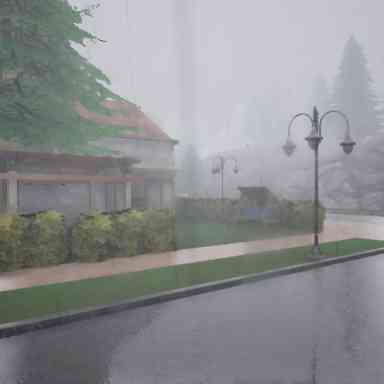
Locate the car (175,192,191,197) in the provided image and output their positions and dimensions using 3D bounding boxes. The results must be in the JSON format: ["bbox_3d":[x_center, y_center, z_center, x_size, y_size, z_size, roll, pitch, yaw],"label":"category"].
[{"bbox_3d":[-1.641,1.060,43.211,2.150,2.045,5.566,0,0,-35],"label":"car"}]

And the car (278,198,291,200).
[{"bbox_3d":[8.173,1.339,29.436,1.837,1.490,4.892,0,1,-35],"label":"car"}]
